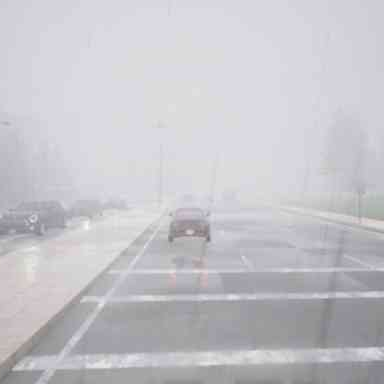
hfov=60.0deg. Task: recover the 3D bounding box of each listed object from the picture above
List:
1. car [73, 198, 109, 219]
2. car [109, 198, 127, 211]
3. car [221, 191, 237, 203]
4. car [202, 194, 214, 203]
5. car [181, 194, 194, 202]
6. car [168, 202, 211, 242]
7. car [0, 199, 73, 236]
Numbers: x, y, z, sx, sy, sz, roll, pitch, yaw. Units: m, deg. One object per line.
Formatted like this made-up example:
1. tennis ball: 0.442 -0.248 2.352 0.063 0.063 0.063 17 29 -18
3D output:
1. car: -8.370 1.295 26.489 1.837 1.490 4.892 0 0 -1
2. car: -8.464 1.312 36.434 1.895 1.301 4.718 0 0 0
3. car: 6.265 0.773 56.610 2.150 2.045 5.566 0 0 -1
4. car: 2.765 1.078 56.606 1.812 1.442 4.674 0 0 -1
5. car: -0.734 1.057 56.546 1.837 1.490 4.892 0 0 -1
6. car: -0.120 1.402 15.504 1.812 1.442 4.674 0 0 -1
7. car: -8.247 1.213 17.454 2.097 1.767 4.553 0 0 -1
